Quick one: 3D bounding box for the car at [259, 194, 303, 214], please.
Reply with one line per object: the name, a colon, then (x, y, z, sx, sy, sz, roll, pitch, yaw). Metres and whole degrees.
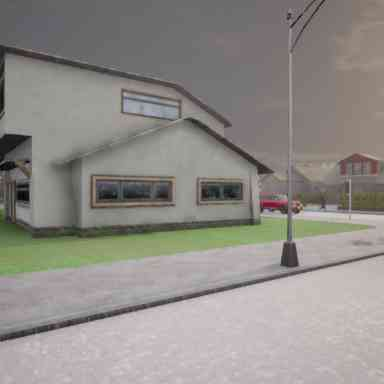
car: (9.038, 1.222, 35.391, 2.150, 2.045, 5.566, 0, 0, -35)

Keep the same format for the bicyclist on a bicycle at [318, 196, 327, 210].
bicyclist on a bicycle: (15.828, 1.349, 40.329, 1.656, 1.620, 0.582, 0, 0, -35)
